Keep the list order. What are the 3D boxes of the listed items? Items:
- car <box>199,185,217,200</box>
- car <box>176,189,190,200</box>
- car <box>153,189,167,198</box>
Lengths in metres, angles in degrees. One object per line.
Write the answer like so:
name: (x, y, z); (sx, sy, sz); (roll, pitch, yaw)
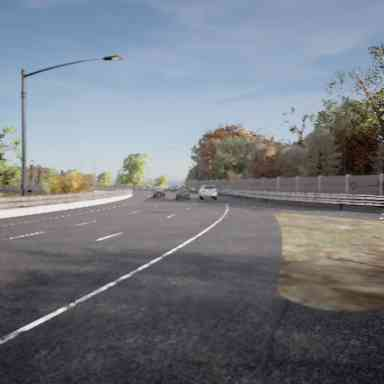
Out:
car: (2.277, 0.009, 48.173); (2.150, 2.045, 5.566); (0, 1, -3)
car: (-1.248, 0.298, 46.739); (2.128, 1.511, 4.902); (0, 1, -1)
car: (-5.007, 0.186, 51.727); (1.812, 1.442, 4.674); (0, 1, -4)
